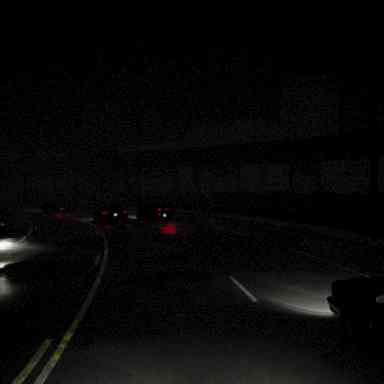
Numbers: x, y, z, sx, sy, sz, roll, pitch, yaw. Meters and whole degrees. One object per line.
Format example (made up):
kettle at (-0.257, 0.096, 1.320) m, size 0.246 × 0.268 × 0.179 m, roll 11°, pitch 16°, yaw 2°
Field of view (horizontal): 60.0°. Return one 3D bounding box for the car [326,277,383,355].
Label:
car at (3.320, 1.525, 3.139) m, size 2.033 × 1.411 × 5.357 m, roll 0°, pitch 0°, yaw -4°

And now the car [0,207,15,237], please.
car at (-10.937, 1.550, 18.227) m, size 1.882 × 1.535 × 5.008 m, roll 0°, pitch 0°, yaw -23°

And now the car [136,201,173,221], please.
car at (-3.061, 1.458, 26.578) m, size 1.837 × 1.490 × 4.892 m, roll 0°, pitch 0°, yaw -26°

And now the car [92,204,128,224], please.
car at (-6.200, 1.562, 25.004) m, size 1.994 × 1.385 × 4.181 m, roll -1°, pitch 0°, yaw -26°

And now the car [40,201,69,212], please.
car at (-16.431, 1.677, 39.597) m, size 1.895 × 1.301 × 4.718 m, roll -1°, pitch 1°, yaw -43°
